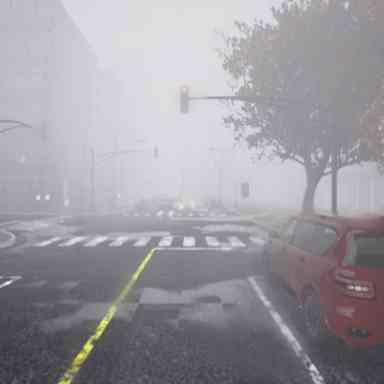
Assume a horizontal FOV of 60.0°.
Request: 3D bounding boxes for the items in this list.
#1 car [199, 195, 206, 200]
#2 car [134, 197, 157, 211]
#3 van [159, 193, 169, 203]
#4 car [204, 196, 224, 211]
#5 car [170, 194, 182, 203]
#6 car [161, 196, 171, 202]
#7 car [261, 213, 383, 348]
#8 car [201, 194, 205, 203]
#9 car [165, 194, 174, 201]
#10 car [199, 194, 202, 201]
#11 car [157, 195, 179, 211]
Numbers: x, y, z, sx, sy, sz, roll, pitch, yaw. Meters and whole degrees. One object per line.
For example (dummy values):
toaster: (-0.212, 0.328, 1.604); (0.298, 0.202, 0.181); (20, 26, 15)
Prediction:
car: (2.802, 1.378, 88.417); (1.887, 1.381, 4.507); (0, 0, 0)
car: (-5.640, 1.457, 38.633); (2.008, 1.369, 4.403); (0, 0, 0)
van: (-5.606, 1.202, 66.296); (1.690, 1.788, 3.998); (0, 0, 0)
car: (2.740, 1.450, 38.622); (1.887, 1.381, 4.507); (0, 0, 0)
car: (-2.920, 1.423, 64.226); (1.994, 1.385, 4.181); (0, 0, 0)
car: (-5.599, 1.435, 71.829); (1.802, 1.307, 4.206); (0, 0, 0)
car: (2.700, 1.298, 6.234); (2.192, 1.841, 5.009); (0, 0, 0)
car: (2.753, 1.411, 49.858); (1.752, 1.417, 4.829); (0, 0, 0)
car: (-5.586, 1.279, 82.894); (1.967, 1.590, 4.097); (0, 0, 0)
car: (2.774, 1.443, 66.285); (1.802, 1.307, 4.206); (0, 0, 0)
car: (-2.956, 1.466, 39.263); (2.033, 1.411, 5.357); (0, 0, 0)
